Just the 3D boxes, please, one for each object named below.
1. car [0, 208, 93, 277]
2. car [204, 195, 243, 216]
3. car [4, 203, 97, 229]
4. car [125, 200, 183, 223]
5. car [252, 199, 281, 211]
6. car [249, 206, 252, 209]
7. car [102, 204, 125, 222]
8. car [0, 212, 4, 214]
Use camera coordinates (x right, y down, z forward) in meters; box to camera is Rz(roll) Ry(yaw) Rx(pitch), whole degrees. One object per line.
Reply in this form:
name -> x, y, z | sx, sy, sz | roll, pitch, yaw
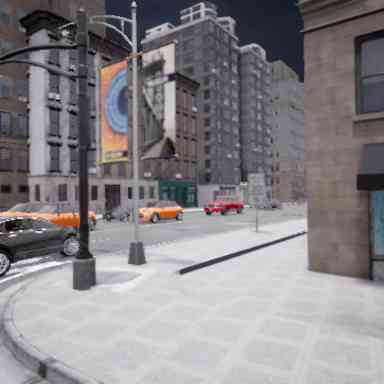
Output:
car -> -5.447, 1.495, 10.292 | 1.837, 1.490, 4.892 | -5, -2, 18
car -> 3.438, 1.384, 35.225 | 2.150, 2.045, 5.566 | -1, -1, 35
car -> -7.873, 1.457, 19.304 | 2.097, 1.767, 4.553 | -1, -1, 35
car -> -2.754, 1.483, 26.518 | 2.097, 1.767, 4.553 | -1, -1, 35
car -> 10.468, 1.689, 45.035 | 2.128, 1.511, 4.902 | -1, -1, 36
car -> 10.325, 1.826, 50.368 | 1.812, 1.442, 4.674 | -1, -1, 35
car -> -5.524, 1.743, 28.202 | 1.994, 1.385, 4.181 | -1, -1, 36
car -> -10.536, 1.506, 21.163 | 2.097, 1.767, 4.553 | -1, -1, 35
